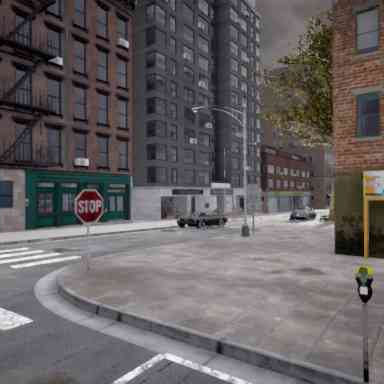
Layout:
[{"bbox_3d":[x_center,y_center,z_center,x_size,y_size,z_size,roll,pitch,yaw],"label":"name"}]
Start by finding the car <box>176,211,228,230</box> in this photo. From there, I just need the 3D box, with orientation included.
[{"bbox_3d":[0.855,2.156,25.774,1.895,1.301,4.718,-1,-2,35],"label":"car"}]

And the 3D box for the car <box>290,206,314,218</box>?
[{"bbox_3d":[15.236,2.704,46.054,1.812,1.442,4.674,-1,-2,36],"label":"car"}]

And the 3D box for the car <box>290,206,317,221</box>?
[{"bbox_3d":[12.578,2.520,37.469,1.994,1.385,4.181,-1,-2,35],"label":"car"}]
